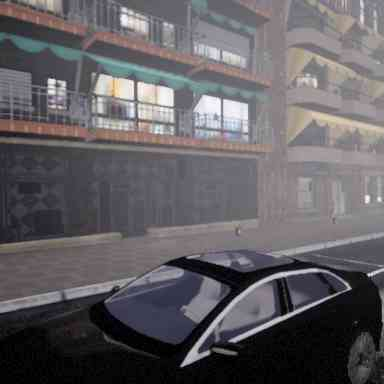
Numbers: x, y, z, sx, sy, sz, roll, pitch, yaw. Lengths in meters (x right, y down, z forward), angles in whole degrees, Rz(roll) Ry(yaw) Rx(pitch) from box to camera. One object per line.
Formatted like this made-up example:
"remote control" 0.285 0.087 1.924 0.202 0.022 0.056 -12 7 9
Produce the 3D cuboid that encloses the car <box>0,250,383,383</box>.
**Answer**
"car" 0.264 1.483 3.593 4.902 1.511 2.128 0 0 -38
